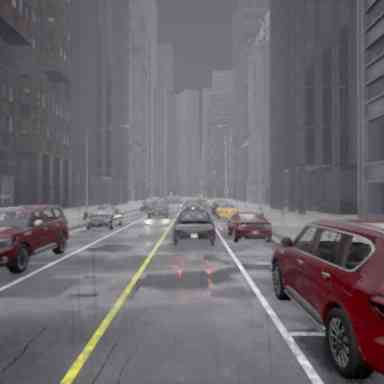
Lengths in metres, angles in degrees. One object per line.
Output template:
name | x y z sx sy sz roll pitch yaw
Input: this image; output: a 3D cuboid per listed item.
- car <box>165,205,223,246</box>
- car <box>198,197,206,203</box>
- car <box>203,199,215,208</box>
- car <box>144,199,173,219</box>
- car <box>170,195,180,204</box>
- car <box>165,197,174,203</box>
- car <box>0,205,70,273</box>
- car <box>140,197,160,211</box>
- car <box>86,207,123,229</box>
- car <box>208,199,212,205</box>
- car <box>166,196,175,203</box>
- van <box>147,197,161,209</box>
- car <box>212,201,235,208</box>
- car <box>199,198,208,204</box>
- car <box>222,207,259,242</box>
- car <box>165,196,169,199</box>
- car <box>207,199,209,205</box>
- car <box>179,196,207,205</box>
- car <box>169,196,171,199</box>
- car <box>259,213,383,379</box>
car | 0.096 1.590 15.911 2.128 1.511 4.902 0 0 0
car | 2.761 2.033 89.627 1.967 1.590 4.097 0 0 0
car | 2.762 1.877 56.143 1.752 1.417 4.829 0 0 0
car | -3.098 1.702 31.624 1.837 1.490 4.892 0 0 0
car | -3.001 1.986 72.012 1.994 1.385 4.181 0 0 0
car | -5.763 1.992 84.013 1.967 1.590 4.097 0 0 0
car | -5.762 1.384 11.092 2.192 1.841 5.009 0 0 0
car | -5.763 1.719 44.748 1.967 1.590 4.097 0 0 0
car | -5.763 1.689 22.309 2.008 1.369 4.403 0 0 0
car | 3.145 1.737 37.416 1.837 1.490 4.892 0 0 0
car | -5.764 1.908 89.623 2.192 1.841 5.009 0 0 0
van | -5.763 1.655 50.358 1.690 1.788 3.998 0 0 0
car | 3.150 1.647 30.606 1.801 1.575 5.366 0 0 0
car | 2.762 2.062 78.408 2.008 1.369 4.403 0 0 0
car | 2.763 1.648 16.710 1.887 1.381 4.507 0 0 0
car | -5.763 1.913 61.405 1.752 1.417 4.829 0 0 0
car | 2.762 1.840 50.534 1.752 1.417 4.829 0 0 0
car | 0.096 1.555 32.639 2.097 1.767 4.553 0 0 0
car | -5.763 2.077 78.402 1.947 1.339 4.313 0 0 0
car | 2.763 1.349 5.493 2.192 1.841 5.009 0 0 0
